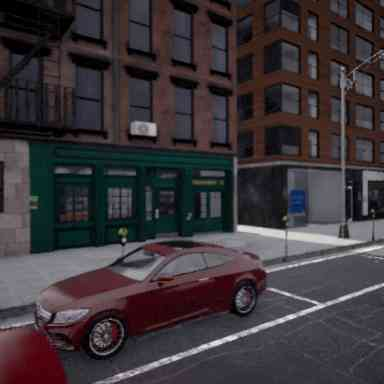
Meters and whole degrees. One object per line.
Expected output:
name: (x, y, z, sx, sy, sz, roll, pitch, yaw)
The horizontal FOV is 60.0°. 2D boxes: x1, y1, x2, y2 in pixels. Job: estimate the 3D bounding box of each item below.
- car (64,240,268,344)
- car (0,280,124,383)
car: (-0.460, 1.561, 5.861, 4.206, 1.307, 1.802, -1, 0, -36)
car: (-2.936, 1.492, 0.976, 5.008, 1.535, 1.882, -1, 0, -36)
